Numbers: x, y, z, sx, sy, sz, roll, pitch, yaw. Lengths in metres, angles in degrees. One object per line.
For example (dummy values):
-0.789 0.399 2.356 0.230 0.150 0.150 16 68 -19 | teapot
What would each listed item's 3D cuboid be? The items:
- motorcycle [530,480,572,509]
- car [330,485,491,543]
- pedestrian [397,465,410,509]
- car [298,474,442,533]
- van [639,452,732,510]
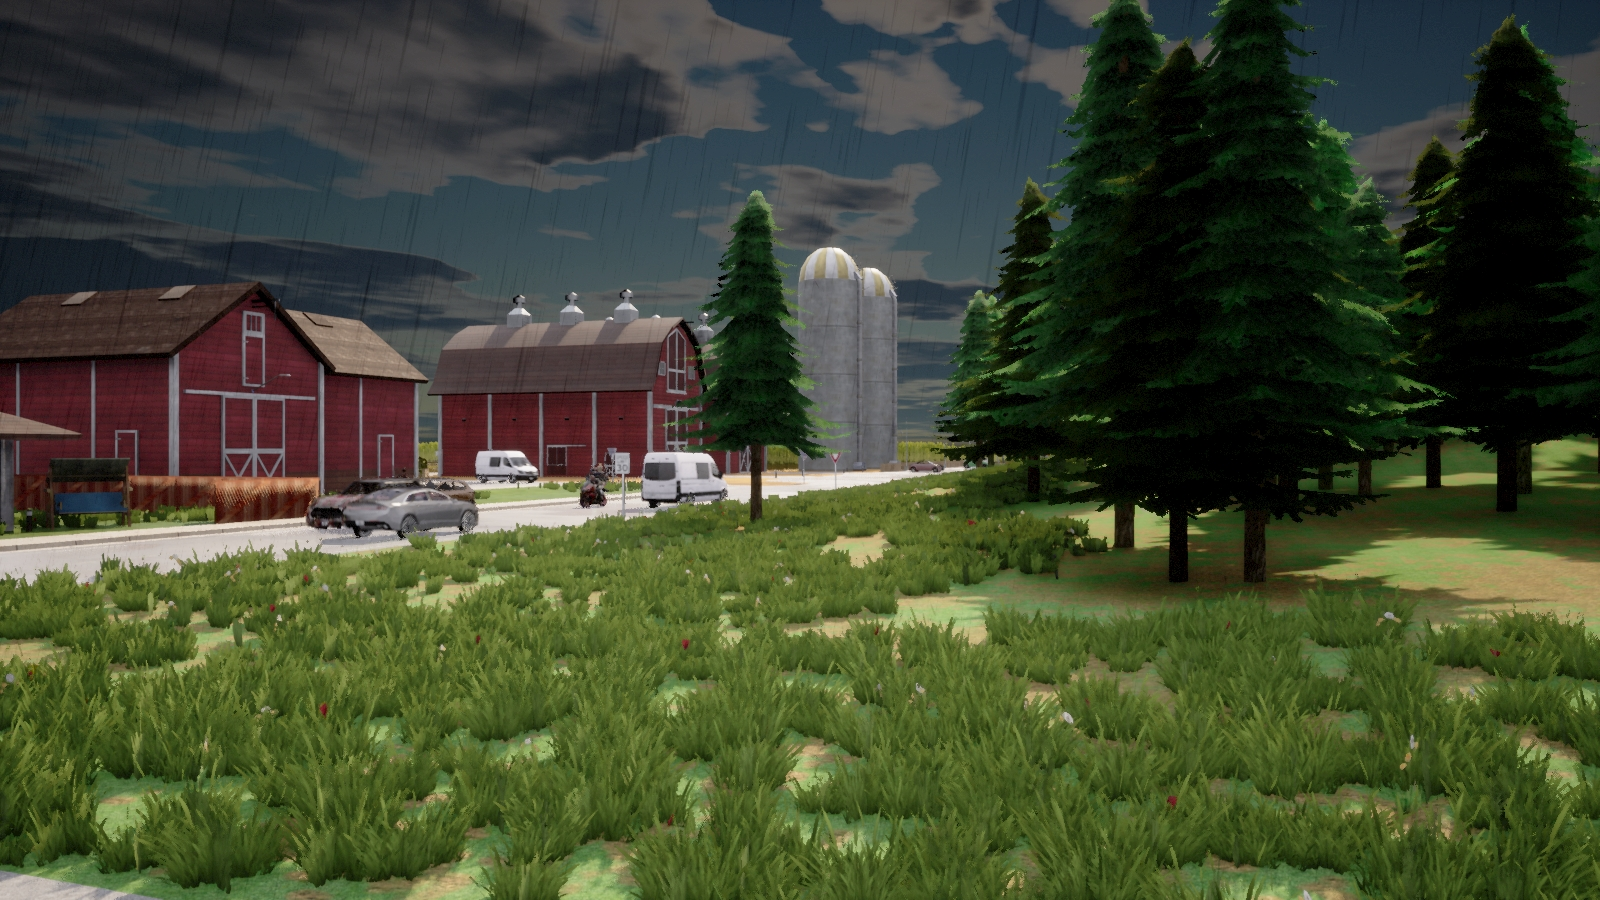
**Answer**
-11.564 2.065 53.233 0.867 1.251 2.209 0 0 20 | motorcycle
-11.961 1.907 35.476 2.128 1.511 4.902 0 0 20 | car
-16.734 1.555 48.185 0.375 1.860 0.375 0 0 20 | pedestrian
-14.488 1.765 38.778 2.097 1.767 4.553 0 0 20 | car
-5.294 1.394 53.809 1.988 2.561 5.915 0 0 20 | van
